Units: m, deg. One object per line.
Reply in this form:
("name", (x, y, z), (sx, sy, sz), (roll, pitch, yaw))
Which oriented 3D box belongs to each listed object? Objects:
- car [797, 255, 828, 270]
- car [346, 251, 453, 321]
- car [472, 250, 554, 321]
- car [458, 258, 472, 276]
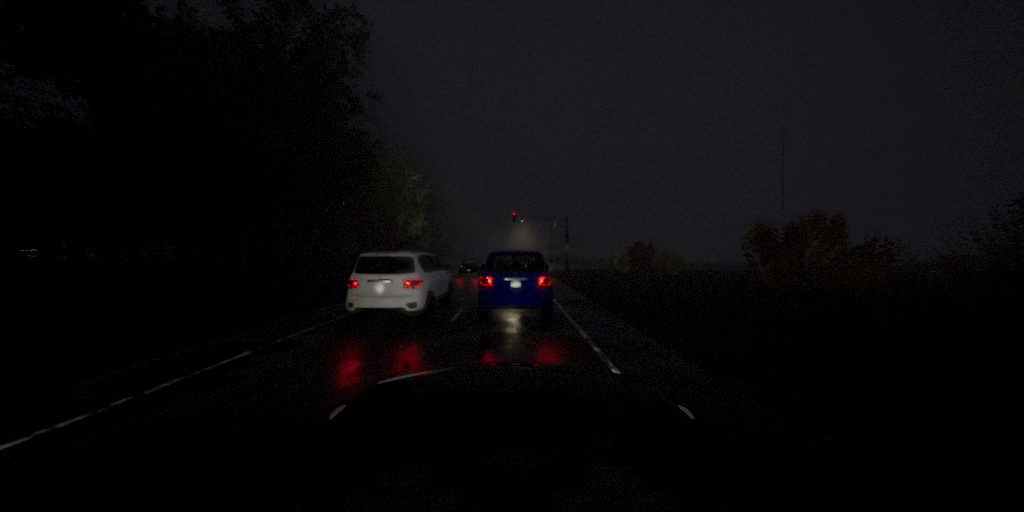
("car", (40.959, 0.841, 50.227), (5.566, 2.045, 2.150), (1, 0, 1))
("car", (-3.401, 0.842, 11.921), (2.150, 2.045, 5.566), (0, 1, 0))
("car", (0.100, 0.834, 12.030), (2.150, 2.045, 5.566), (0, 0, 0))
("car", (-3.399, 0.905, 30.584), (1.812, 1.442, 4.674), (0, 1, 0))
